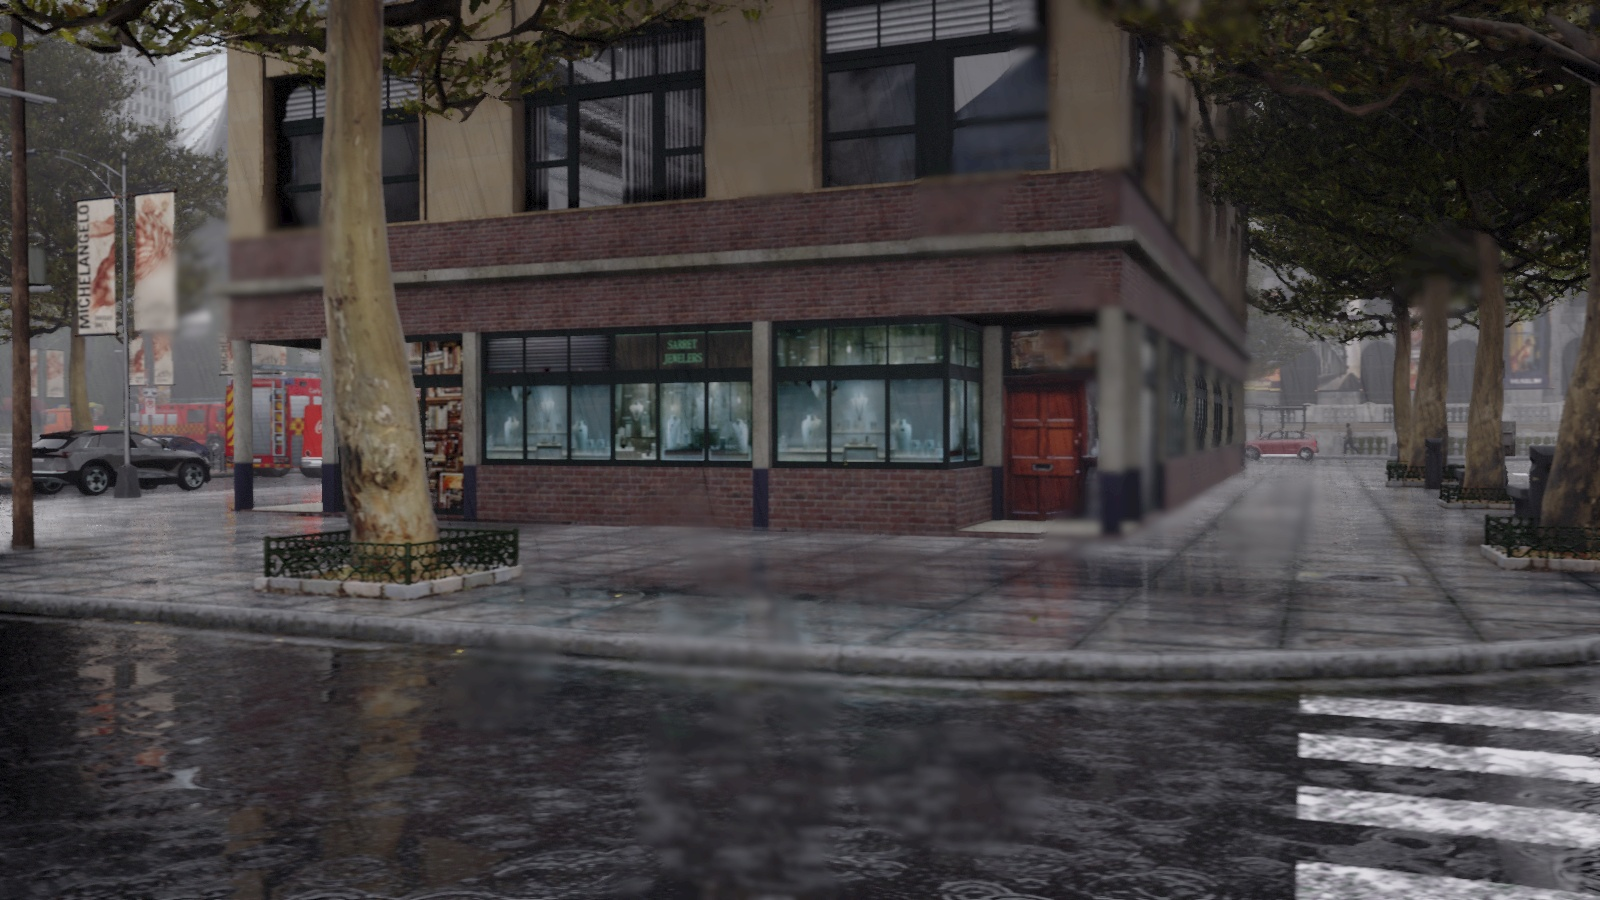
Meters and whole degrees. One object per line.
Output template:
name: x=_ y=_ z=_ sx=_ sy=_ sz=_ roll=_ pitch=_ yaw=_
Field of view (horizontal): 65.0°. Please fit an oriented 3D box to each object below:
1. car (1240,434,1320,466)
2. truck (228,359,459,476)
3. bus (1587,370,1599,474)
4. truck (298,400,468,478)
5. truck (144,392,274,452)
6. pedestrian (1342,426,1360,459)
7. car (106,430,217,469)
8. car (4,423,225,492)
car: x=24.390 y=-0.036 z=63.827 sx=3.705 sy=1.549 sz=1.789 roll=1 pitch=1 yaw=23
truck: x=-16.246 y=-1.131 z=45.565 sx=2.891 sy=3.827 sz=8.468 roll=1 pitch=1 yaw=23
bus: x=37.984 y=-1.107 z=50.428 sx=10.273 sy=4.253 sz=3.944 roll=1 pitch=1 yaw=23
truck: x=-13.878 y=-0.388 z=42.192 sx=2.627 sy=2.467 sz=5.204 roll=1 pitch=1 yaw=23
truck: x=-39.185 y=-1.840 z=83.212 sx=8.468 sy=3.827 sz=2.891 roll=1 pitch=1 yaw=23
pedestrian: x=30.973 y=-0.424 z=70.600 sx=0.869 sy=1.805 sz=0.328 roll=1 pitch=1 yaw=25
car: x=-25.144 y=-0.054 z=49.651 sx=1.812 sy=1.442 sz=4.674 roll=0 pitch=1 yaw=4
car: x=-17.763 y=0.150 z=32.837 sx=2.033 sy=1.649 sz=4.856 roll=1 pitch=1 yaw=23
